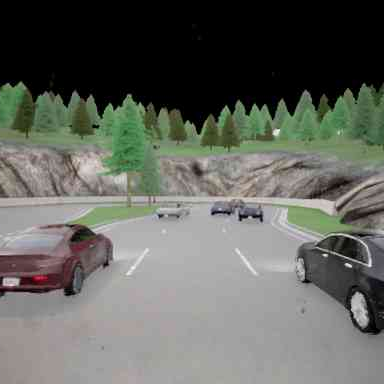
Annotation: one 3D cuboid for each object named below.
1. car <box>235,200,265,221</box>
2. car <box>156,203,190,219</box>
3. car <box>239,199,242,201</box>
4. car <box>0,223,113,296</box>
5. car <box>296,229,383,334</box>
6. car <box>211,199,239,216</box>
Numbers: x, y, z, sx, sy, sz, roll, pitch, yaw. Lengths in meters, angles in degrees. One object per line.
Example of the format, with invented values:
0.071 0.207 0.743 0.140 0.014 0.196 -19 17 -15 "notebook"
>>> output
5.018 1.633 27.549 1.895 1.301 4.718 0 0 14 "car"
-1.545 1.636 29.783 1.895 1.301 4.718 0 0 14 "car"
5.873 1.599 43.445 2.033 1.411 5.357 0 0 14 "car"
-3.397 1.536 8.574 1.812 1.442 4.674 0 0 0 "car"
3.601 1.513 6.742 1.837 1.490 4.892 0 0 0 "car"
3.220 1.604 33.668 1.994 1.385 4.181 0 0 15 "car"
